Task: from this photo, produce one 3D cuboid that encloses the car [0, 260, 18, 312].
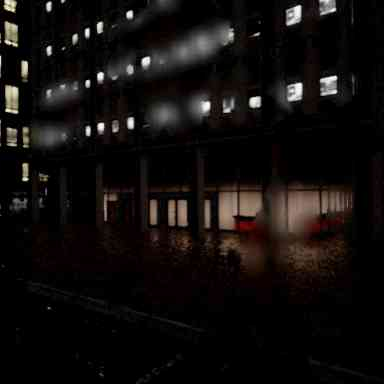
[{"bbox_3d":[-5.125,1.630,6.534,4.313,1.339,1.947,-1,-1,35],"label":"car"}]
